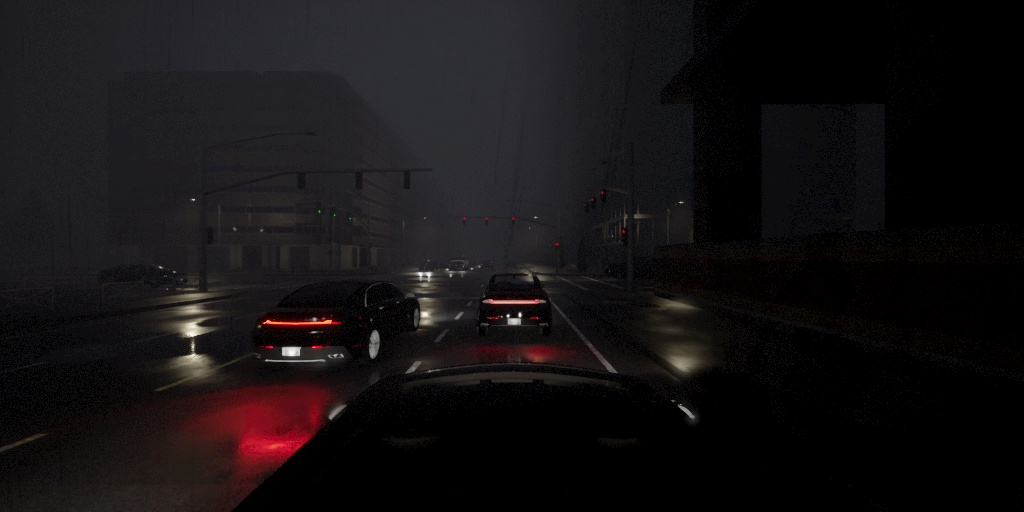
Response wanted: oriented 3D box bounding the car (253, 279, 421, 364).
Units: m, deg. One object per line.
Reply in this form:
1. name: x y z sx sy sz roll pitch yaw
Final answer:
1. car: -3.450 1.255 8.061 1.837 1.490 4.892 0 0 0

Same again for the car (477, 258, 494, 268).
1. car: -3.765 1.297 55.349 2.033 1.411 5.357 0 0 1

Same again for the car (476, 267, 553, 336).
1. car: 0.060 1.242 10.381 2.128 1.511 4.902 0 0 0

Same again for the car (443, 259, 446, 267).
1. car: -10.925 1.227 58.221 1.882 1.535 5.008 0 0 1

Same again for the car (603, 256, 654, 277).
1. car: 11.598 1.027 34.372 5.566 2.045 2.150 0 0 0

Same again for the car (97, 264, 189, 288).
1. car: -24.323 1.297 23.742 4.902 1.511 2.128 0 0 0

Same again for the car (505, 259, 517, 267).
1. car: -0.196 1.275 62.057 1.812 1.442 4.674 0 0 1

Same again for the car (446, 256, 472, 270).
1. car: -7.481 0.971 51.106 2.150 2.045 5.566 0 0 0

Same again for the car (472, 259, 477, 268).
1. car: -7.356 1.298 62.814 2.033 1.411 5.357 0 0 1

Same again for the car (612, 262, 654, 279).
1. car: 11.452 1.406 30.850 4.718 1.301 1.895 0 0 -1

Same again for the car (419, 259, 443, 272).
1. car: -10.968 1.241 47.500 2.128 1.511 4.902 0 0 0
